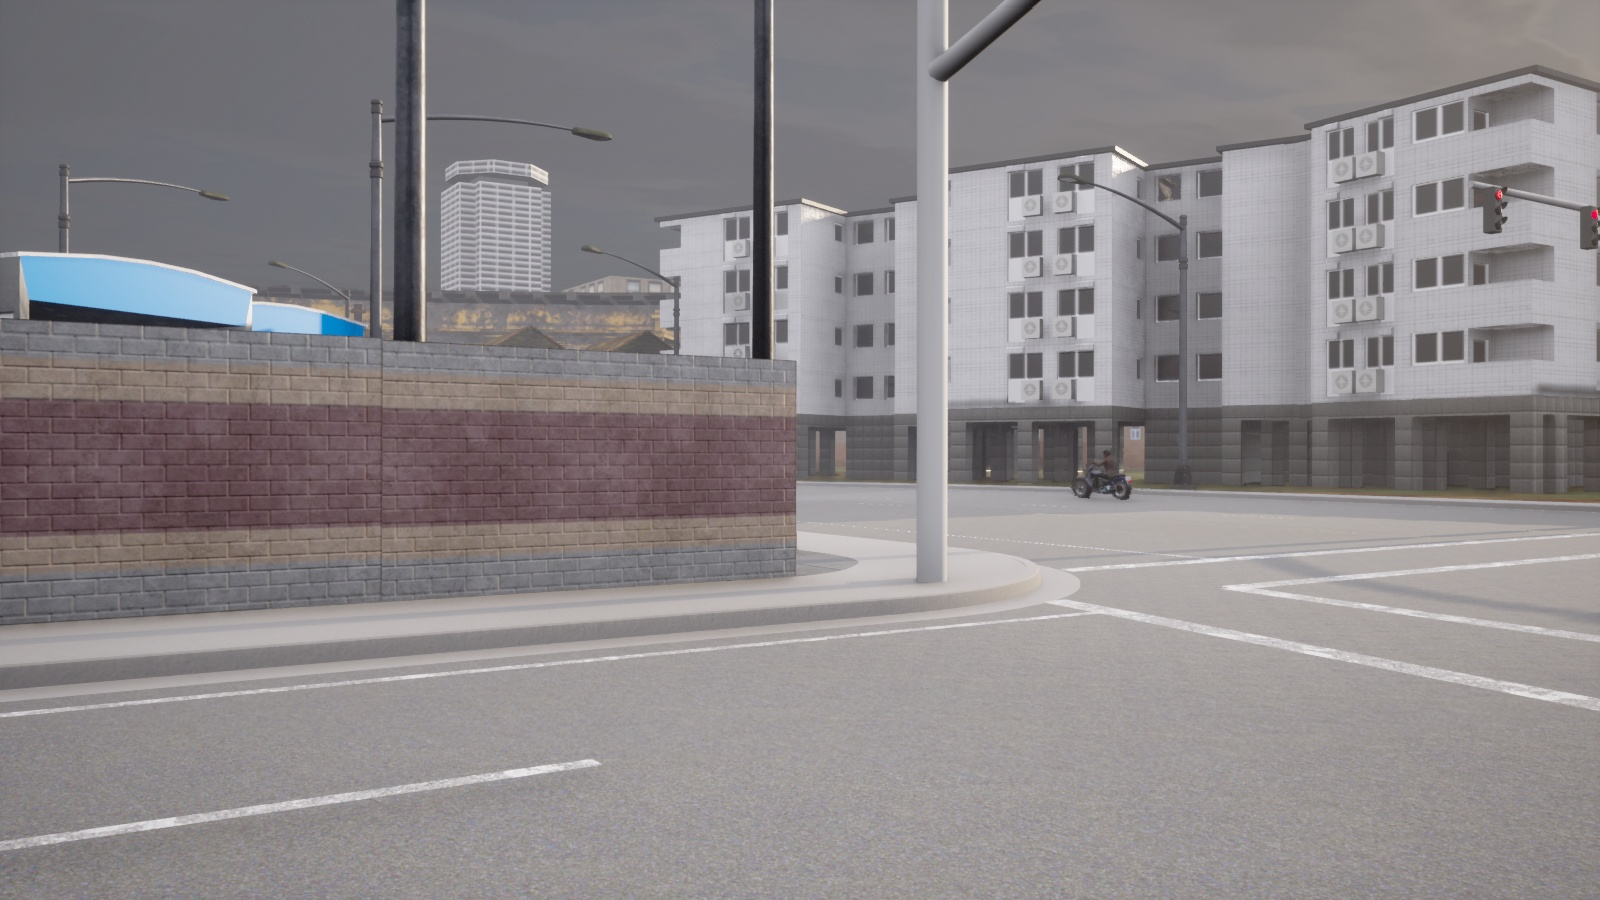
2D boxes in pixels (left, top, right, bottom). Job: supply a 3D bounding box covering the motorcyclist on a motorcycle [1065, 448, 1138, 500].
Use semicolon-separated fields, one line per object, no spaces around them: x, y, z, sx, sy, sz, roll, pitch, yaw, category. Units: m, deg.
9.781;0.774;40.803;0.766;1.649;2.350;0;0;-36;motorcyclist on a motorcycle
